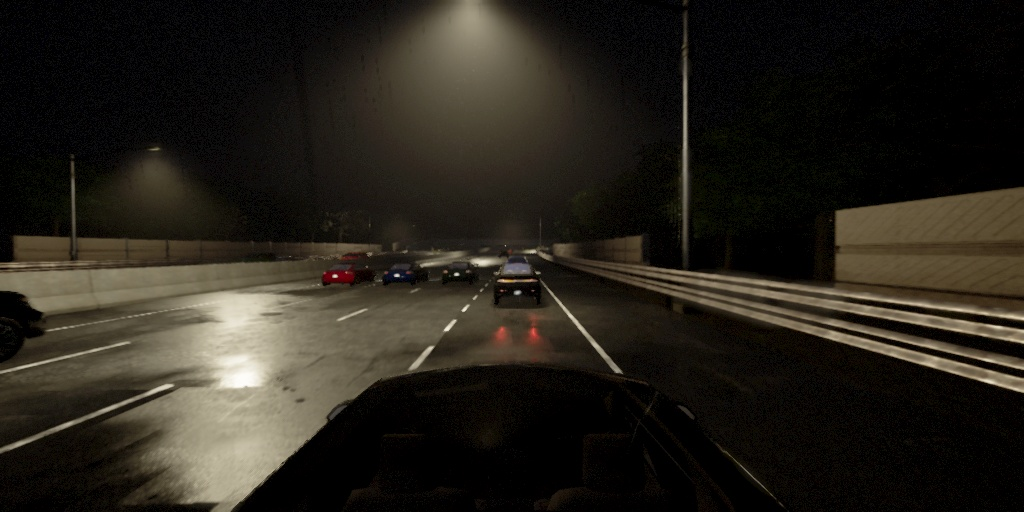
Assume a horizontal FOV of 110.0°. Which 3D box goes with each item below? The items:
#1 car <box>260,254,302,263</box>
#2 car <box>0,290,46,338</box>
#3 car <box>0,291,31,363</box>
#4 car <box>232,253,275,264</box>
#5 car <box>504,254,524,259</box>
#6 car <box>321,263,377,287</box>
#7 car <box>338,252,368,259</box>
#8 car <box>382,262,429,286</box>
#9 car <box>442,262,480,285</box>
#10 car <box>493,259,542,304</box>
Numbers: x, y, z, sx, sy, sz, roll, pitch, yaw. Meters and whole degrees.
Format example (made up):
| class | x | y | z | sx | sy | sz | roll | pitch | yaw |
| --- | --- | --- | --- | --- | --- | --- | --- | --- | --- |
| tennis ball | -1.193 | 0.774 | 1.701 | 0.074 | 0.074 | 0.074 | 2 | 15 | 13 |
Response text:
| class | x | y | z | sx | sy | sz | roll | pitch | yaw |
| --- | --- | --- | --- | --- | --- | --- | --- | --- | --- |
| car | -27.545 | 0.856 | 43.625 | 2.128 | 1.511 | 4.902 | 0 | 1 | 1 |
| car | -10.392 | 0.988 | 4.670 | 2.150 | 2.045 | 5.566 | 0 | 1 | 1 |
| car | -6.914 | 1.261 | 1.906 | 1.882 | 1.535 | 5.008 | 0 | 1 | 0 |
| car | -31.042 | 0.604 | 43.587 | 2.150 | 2.045 | 5.566 | 0 | 1 | 1 |
| car | 0.462 | 0.828 | 33.350 | 1.882 | 1.535 | 5.008 | 0 | 1 | 1 |
| car | -10.188 | 1.103 | 22.724 | 1.994 | 1.385 | 4.181 | 0 | 1 | 1 |
| car | -20.495 | 0.514 | 46.332 | 2.150 | 2.045 | 5.566 | 0 | 1 | 1 |
| car | -6.684 | 1.083 | 22.926 | 1.994 | 1.385 | 4.181 | 0 | 1 | 1 |
| car | -3.279 | 1.059 | 23.472 | 1.994 | 1.385 | 4.181 | 0 | 1 | 1 |
| car | 0.221 | 1.072 | 15.193 | 2.128 | 1.511 | 4.902 | 0 | 1 | 1 |
